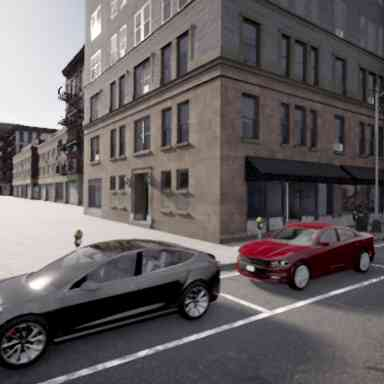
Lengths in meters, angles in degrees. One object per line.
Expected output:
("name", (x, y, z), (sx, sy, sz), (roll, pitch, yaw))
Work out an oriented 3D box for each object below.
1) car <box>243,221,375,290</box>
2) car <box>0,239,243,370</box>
("car", (3.190, 1.522, 9.030), (4.507, 1.381, 1.887), (0, 1, -35))
("car", (-1.428, 1.560, 5.737), (4.313, 1.339, 1.947), (0, 1, -35))
